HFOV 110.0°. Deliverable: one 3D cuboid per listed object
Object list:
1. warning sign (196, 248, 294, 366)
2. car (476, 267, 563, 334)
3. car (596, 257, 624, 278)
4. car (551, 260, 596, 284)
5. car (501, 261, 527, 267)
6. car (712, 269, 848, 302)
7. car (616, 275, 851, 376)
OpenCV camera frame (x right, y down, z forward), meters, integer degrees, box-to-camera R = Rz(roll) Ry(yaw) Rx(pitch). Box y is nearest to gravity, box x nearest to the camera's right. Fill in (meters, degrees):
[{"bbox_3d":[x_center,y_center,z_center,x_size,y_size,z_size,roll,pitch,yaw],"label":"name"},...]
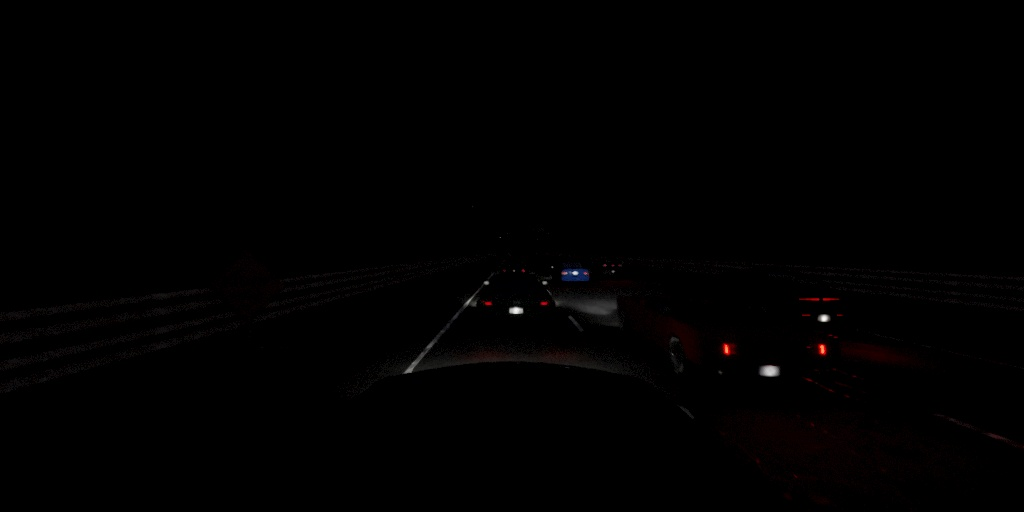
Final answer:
[{"bbox_3d":[-4.539,0.797,6.192,1.300,1.860,1.060,0,0,0],"label":"warning sign"},{"bbox_3d":[0.100,1.186,10.186,1.994,1.385,4.181,0,1,0],"label":"car"},{"bbox_3d":[7.149,0.850,27.695,2.128,1.511,4.902,0,1,0],"label":"car"},{"bbox_3d":[3.616,0.979,22.867,2.033,1.411,5.357,0,1,1],"label":"car"},{"bbox_3d":[0.142,0.983,26.081,1.895,1.301,4.718,0,1,0],"label":"car"},{"bbox_3d":[7.100,1.122,10.556,1.837,1.490,4.892,0,1,0],"label":"car"},{"bbox_3d":[3.573,1.269,7.169,1.895,1.301,4.718,0,1,0],"label":"car"}]
